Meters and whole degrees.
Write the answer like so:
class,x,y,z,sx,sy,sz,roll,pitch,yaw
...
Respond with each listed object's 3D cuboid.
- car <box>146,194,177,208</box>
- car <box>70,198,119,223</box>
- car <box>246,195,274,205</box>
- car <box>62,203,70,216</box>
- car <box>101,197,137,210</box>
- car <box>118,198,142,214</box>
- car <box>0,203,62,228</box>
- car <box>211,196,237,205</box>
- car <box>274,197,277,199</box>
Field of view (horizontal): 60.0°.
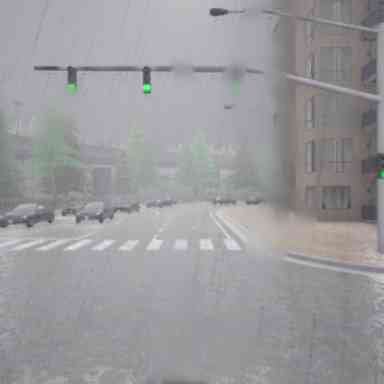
class,x,y,z,sx,sy,sz,roll,pitch,yaw
car,-4.262,1.172,43.934,2.097,1.767,4.553,0,0,22
car,-7.030,1.423,24.595,1.812,1.442,4.674,0,0,1
car,10.363,1.311,52.093,4.181,1.385,1.994,0,0,-37
car,-10.304,1.450,30.506,1.994,1.385,4.181,0,0,2
car,-8.879,1.391,40.998,2.033,1.411,5.357,0,0,16
car,-6.656,1.409,34.284,2.033,1.411,5.357,0,0,6
car,-10.565,1.444,21.764,1.812,1.442,4.674,0,0,1
car,5.006,1.289,52.005,4.674,1.442,1.812,0,0,-42
car,13.085,1.223,57.879,4.892,1.490,1.837,0,0,-24
